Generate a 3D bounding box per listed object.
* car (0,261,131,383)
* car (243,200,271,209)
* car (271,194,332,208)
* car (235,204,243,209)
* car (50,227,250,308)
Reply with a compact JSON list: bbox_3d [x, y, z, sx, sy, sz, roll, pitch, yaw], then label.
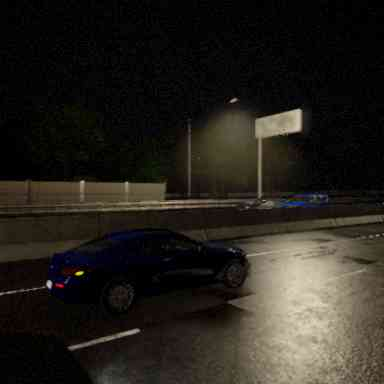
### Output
[{"bbox_3d":[-3.137,1.547,1.510,5.357,1.411,2.033,0,0,-36],"label":"car"},{"bbox_3d":[7.690,1.557,31.061,5.357,1.411,2.033,0,0,-36],"label":"car"},{"bbox_3d":[9.576,1.228,28.109,5.566,2.045,2.150,0,0,-36],"label":"car"},{"bbox_3d":[6.361,1.573,34.417,4.181,1.385,1.994,0,0,-36],"label":"car"},{"bbox_3d":[-0.771,1.527,7.502,4.674,1.442,1.812,0,0,-36],"label":"car"}]
